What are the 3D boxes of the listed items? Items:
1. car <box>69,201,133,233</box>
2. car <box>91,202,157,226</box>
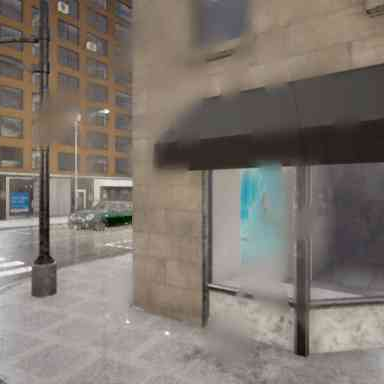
[{"bbox_3d":[-5.083,1.361,20.119,2.097,1.767,4.553,0,0,36],"label":"car"},{"bbox_3d":[-4.906,1.539,24.696,1.752,1.417,4.829,0,0,36],"label":"car"}]
